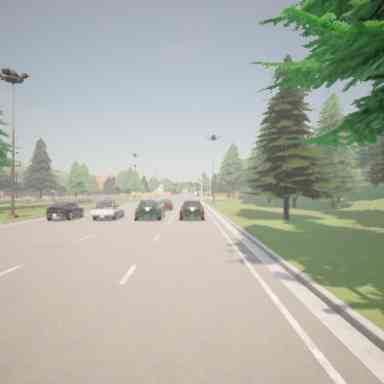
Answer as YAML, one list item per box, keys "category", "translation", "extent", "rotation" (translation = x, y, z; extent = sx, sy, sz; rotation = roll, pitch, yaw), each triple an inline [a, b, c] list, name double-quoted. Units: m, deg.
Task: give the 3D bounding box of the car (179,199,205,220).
- category: "car"
  translation: [0.017, 1.382, 28.212]
  extent: [2.097, 1.767, 4.553]
  rotation: [0, 0, 0]

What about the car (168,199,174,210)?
- category: "car"
  translation: [-3.434, 1.568, 43.154]
  extent: [1.812, 1.442, 4.674]
  rotation: [0, 0, 0]

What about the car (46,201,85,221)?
- category: "car"
  translation: [-10.485, 1.533, 27.845]
  extent: [1.837, 1.490, 4.892]
  rotation: [0, 0, 0]

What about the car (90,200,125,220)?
- category: "car"
  translation: [-6.986, 1.630, 28.103]
  extent: [1.895, 1.301, 4.718]
  rotation: [0, 0, 0]

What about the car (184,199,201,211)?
- category: "car"
  translation: [0.065, 1.607, 42.903]
  extent: [1.994, 1.385, 4.181]
  rotation: [0, 0, 1]

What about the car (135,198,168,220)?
- category: "car"
  translation: [-3.484, 1.380, 28.145]
  extent: [2.097, 1.767, 4.553]
  rotation: [0, 0, 0]
